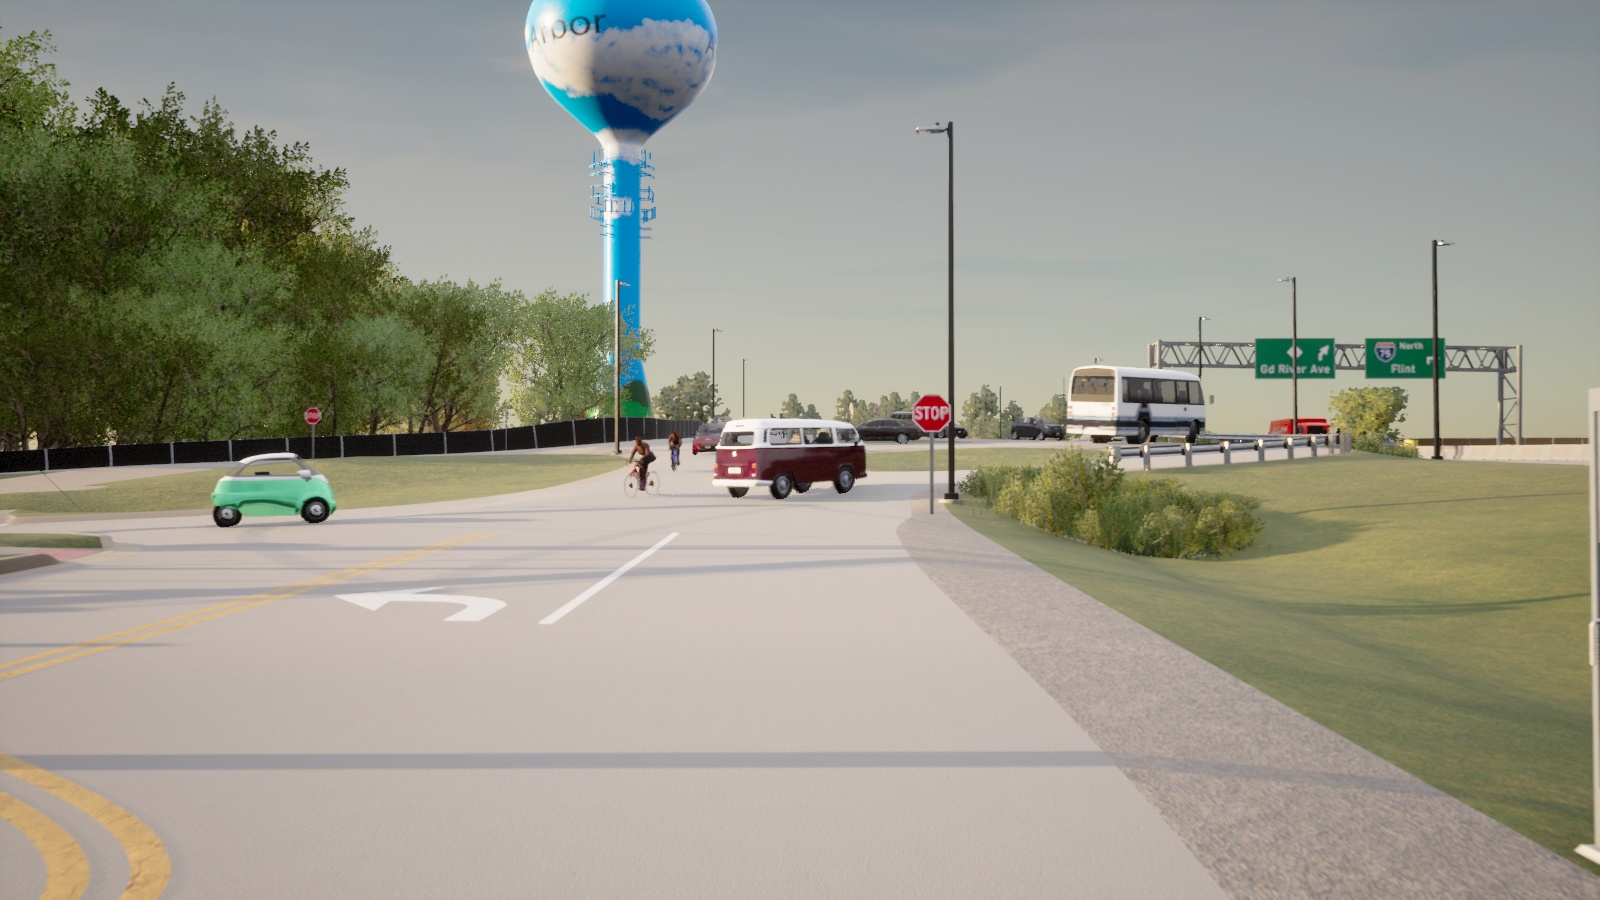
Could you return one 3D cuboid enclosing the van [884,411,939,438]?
[{"bbox_3d":[8.402,-1.904,95.047,1.775,1.987,4.442,0,1,-33],"label":"van"}]

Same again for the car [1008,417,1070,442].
[{"bbox_3d":[14.903,-1.282,78.569,1.845,1.501,3.633,0,2,-30],"label":"car"}]

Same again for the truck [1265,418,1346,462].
[{"bbox_3d":[29.024,-0.552,72.303,2.627,2.467,5.204,0,0,1],"label":"truck"}]

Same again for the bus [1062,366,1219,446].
[{"bbox_3d":[19.647,-2.469,71.905,3.944,4.253,10.273,4,3,45],"label":"bus"}]

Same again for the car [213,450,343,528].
[{"bbox_3d":[-10.012,0.722,24.093,2.207,1.376,1.481,-2,0,-24],"label":"car"}]

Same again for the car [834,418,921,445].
[{"bbox_3d":[4.396,-1.061,72.146,4.892,1.490,1.837,0,3,0],"label":"car"}]

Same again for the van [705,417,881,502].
[{"bbox_3d":[-0.111,0.187,32.917,2.069,2.038,4.480,-1,1,42],"label":"van"}]

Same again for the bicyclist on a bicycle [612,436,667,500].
[{"bbox_3d":[-4.211,0.443,33.028,0.582,1.620,1.656,1,2,27],"label":"bicyclist on a bicycle"}]

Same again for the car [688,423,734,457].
[{"bbox_3d":[-4.319,-0.532,61.534,1.845,1.501,3.633,0,3,2],"label":"car"}]

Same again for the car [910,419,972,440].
[{"bbox_3d":[9.725,-1.441,86.853,1.994,1.385,4.181,0,1,-34],"label":"car"}]
